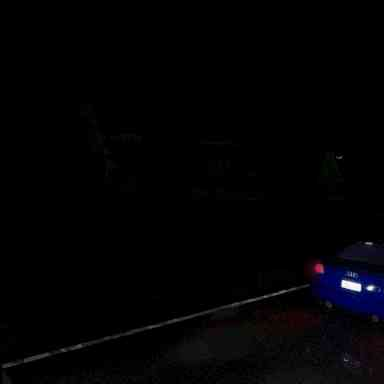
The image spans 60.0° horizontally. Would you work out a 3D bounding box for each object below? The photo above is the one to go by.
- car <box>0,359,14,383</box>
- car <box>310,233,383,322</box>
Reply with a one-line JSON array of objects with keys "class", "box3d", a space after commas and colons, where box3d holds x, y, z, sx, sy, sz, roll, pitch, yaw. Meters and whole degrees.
[{"class": "car", "box3d": [-3.339, 1.601, 1.368, 4.718, 1.301, 1.895, 0, 0, -35]}, {"class": "car", "box3d": [4.338, 1.564, 6.837, 4.181, 1.385, 1.994, 0, 0, -36]}]
